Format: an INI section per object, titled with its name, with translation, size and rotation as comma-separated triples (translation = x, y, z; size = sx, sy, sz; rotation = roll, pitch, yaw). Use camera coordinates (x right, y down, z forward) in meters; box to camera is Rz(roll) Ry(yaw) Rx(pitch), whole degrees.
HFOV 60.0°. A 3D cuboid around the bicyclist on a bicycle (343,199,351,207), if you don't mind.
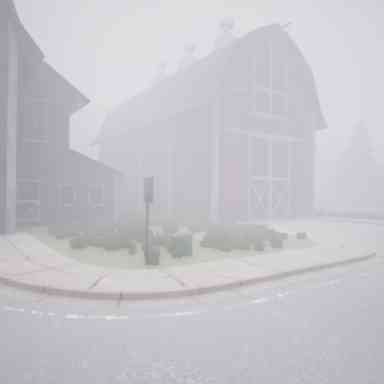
[bicyclist on a bicycle]
translation = 21.525, 1.774, 46.002
size = 1.656, 1.620, 0.582
rotation = 46, -26, -23
